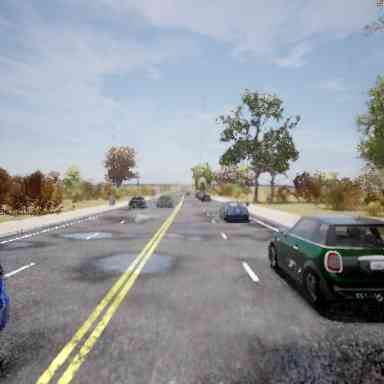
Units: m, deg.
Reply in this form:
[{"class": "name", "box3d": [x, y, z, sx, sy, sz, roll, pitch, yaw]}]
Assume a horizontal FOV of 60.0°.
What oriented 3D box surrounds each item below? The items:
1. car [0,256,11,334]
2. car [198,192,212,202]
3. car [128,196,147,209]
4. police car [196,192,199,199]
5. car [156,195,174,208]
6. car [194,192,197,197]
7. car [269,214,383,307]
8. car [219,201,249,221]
[{"class": "car", "box3d": [-3.352, 1.213, 1.907, 2.150, 2.045, 5.566, 0, 0, 0]}, {"class": "car", "box3d": [2.795, 1.154, 65.533, 1.882, 1.535, 5.008, 0, 0, -1]}, {"class": "car", "box3d": [-6.780, 1.312, 41.719, 1.837, 1.490, 4.892, 0, 0, 0]}, {"class": "police car", "box3d": [2.635, 1.117, 76.544, 2.038, 1.542, 4.974, 0, 0, -1]}, {"class": "car", "box3d": [-3.546, 1.146, 43.856, 2.097, 1.767, 4.553, 0, 0, 0]}, {"class": "car", "box3d": [2.449, 1.047, 87.583, 2.163, 1.488, 4.792, 0, 0, -1]}, {"class": "car", "box3d": [3.339, 1.318, 8.068, 2.097, 1.767, 4.553, 0, 0, 0]}, {"class": "car", "box3d": [3.270, 1.430, 26.277, 2.033, 1.411, 5.357, 0, 0, 0]}]
